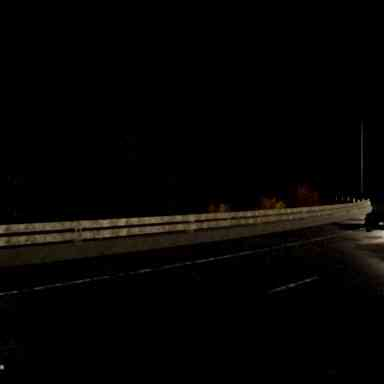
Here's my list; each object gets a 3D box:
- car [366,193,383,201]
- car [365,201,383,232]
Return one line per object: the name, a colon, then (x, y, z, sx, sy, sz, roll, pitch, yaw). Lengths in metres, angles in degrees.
car: (37.441, 1.136, 67.752, 2.150, 2.045, 5.566, 0, 0, 11)
car: (11.576, 1.493, 19.135, 1.882, 1.535, 5.008, 0, 0, 43)
